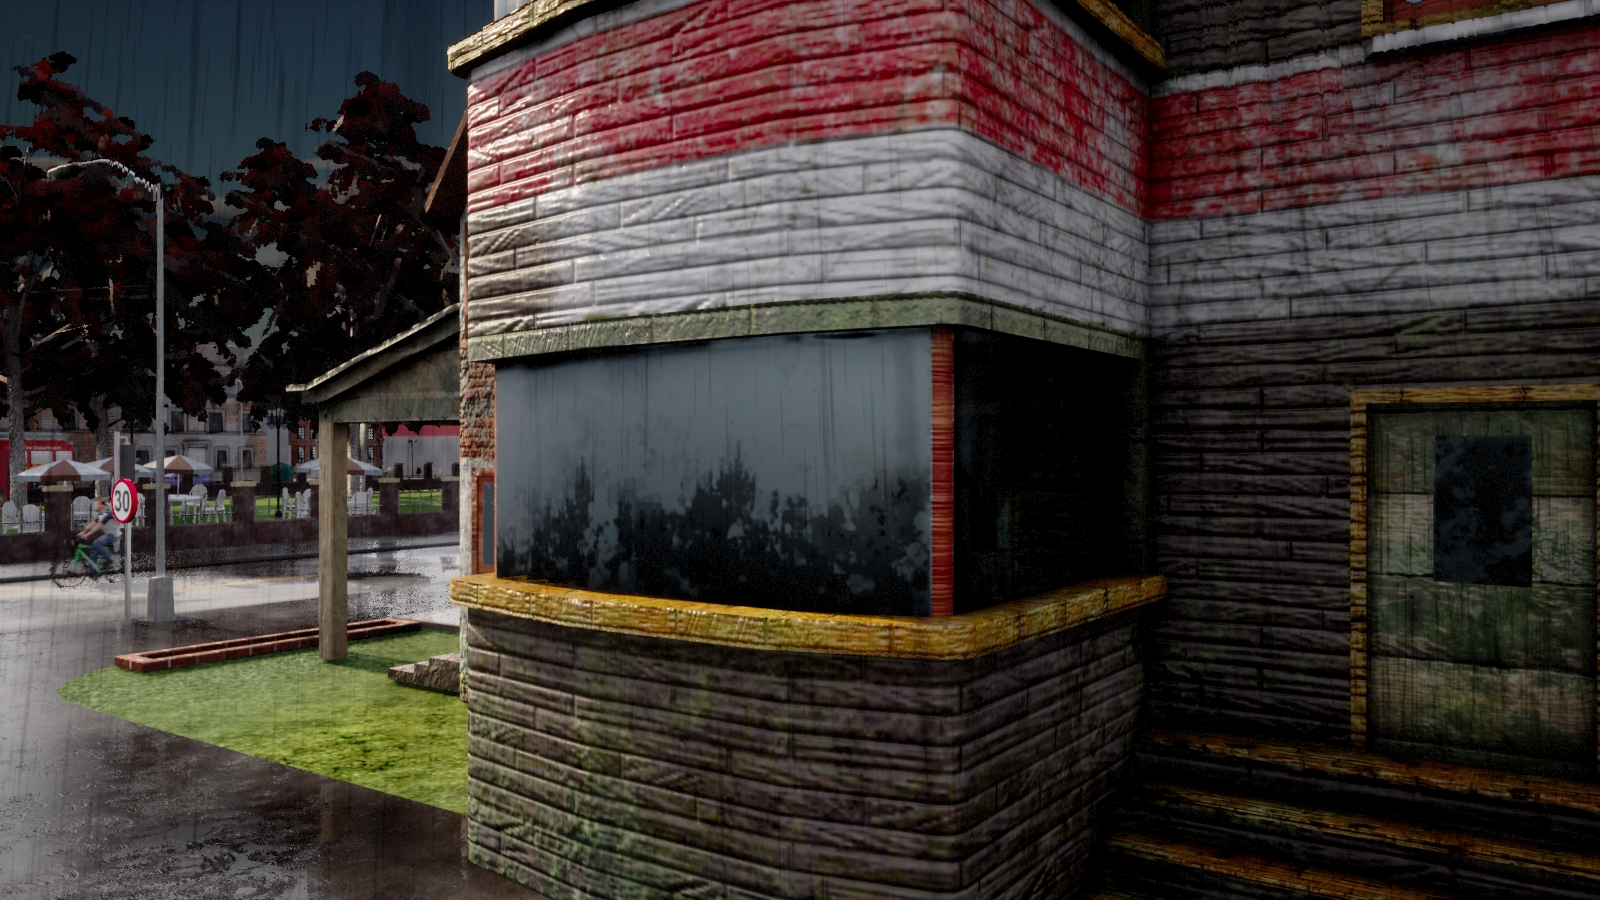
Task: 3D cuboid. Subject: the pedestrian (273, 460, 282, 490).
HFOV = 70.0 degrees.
[{"bbox_3d":[-31.868,1.524,69.619,0.375,1.860,0.375,0,0,40],"label":"pedestrian"}]
